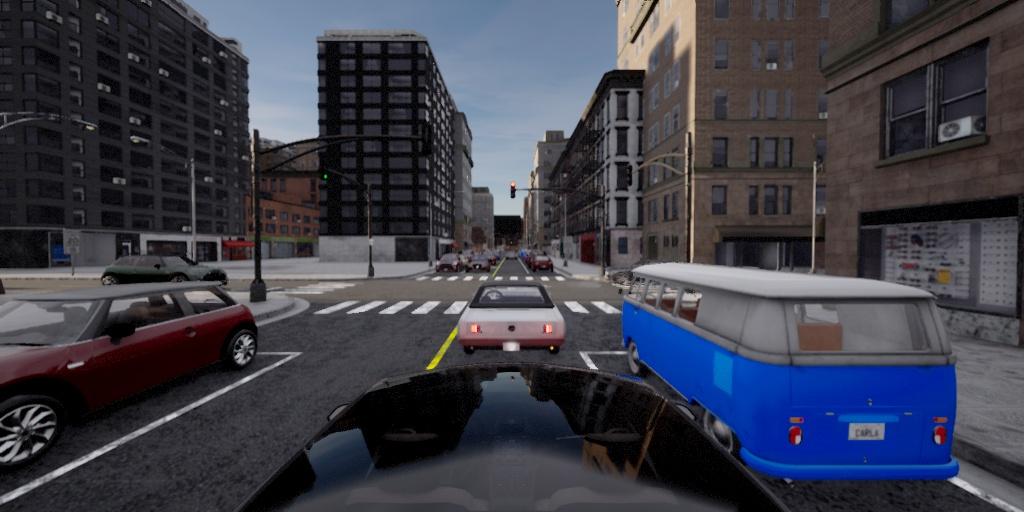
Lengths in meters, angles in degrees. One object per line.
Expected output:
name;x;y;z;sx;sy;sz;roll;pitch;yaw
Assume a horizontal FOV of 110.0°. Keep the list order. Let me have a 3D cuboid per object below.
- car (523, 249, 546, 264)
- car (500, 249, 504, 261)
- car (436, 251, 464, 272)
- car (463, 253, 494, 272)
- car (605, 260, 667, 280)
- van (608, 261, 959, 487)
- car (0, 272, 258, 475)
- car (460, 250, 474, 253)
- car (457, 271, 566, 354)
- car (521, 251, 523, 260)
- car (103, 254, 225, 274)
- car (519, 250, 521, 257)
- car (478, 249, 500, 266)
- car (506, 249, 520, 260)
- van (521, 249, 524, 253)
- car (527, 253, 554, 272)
car;2.600;0.301;36.812;2.192;1.841;5.009;0;0;0
car;-2.869;-0.095;56.840;2.097;1.767;4.553;0;1;0
car;-5.419;0.552;31.395;1.967;1.591;4.097;0;0;0
car;-2.884;0.670;31.556;1.994;1.385;4.181;0;1;-1
car;7.685;0.915;20.225;4.674;1.442;1.812;0;1;8
van;2.637;1.027;4.530;1.690;1.789;3.998;0;0;0
car;-5.388;1.134;4.521;1.967;1.591;4.097;0;0;0
car;-5.432;0.192;42.211;2.192;1.841;5.009;0;0;0
car;-0.006;1.208;8.302;1.895;1.301;4.718;0;1;0
car;2.587;0.295;47.629;1.888;1.381;4.507;0;0;0
car;-16.005;0.715;16.715;4.553;1.767;2.097;0;1;0
car;2.574;0.079;58.446;1.948;1.339;4.313;0;0;0
car;-2.876;0.234;41.906;2.097;1.767;4.553;0;1;0
car;-0.068;0.010;61.594;1.994;1.385;4.181;0;1;0
van;2.581;-0.027;53.038;1.690;1.789;3.998;0;0;0
car;2.606;0.648;31.404;1.888;1.381;4.507;0;0;0
